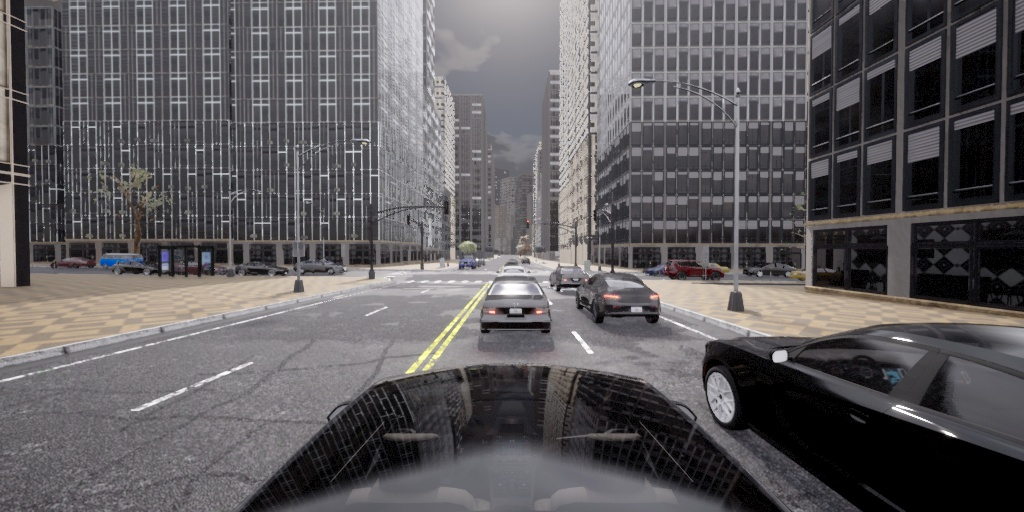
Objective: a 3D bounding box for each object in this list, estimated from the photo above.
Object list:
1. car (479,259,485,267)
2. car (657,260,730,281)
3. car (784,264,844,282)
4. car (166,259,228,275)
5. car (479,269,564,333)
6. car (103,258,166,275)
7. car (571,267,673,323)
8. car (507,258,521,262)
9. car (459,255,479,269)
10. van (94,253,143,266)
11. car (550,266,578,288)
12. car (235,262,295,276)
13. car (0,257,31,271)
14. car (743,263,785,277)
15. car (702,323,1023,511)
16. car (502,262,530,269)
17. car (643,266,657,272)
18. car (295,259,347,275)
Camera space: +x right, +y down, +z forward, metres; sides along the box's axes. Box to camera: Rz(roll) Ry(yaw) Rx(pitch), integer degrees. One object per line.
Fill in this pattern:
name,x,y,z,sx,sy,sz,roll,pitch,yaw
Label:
car,-6.604,1.188,63.801,2.128,1.511,4.902,0,0,0
car,16.174,1.266,32.159,5.009,1.841,2.192,0,0,1
car,27.623,1.576,31.970,4.829,1.417,1.751,0,0,1
car,-28.435,1.135,32.791,4.207,1.307,1.802,0,0,1
car,0.096,1.293,10.652,2.033,1.411,5.357,0,0,0
car,-34.116,1.066,32.960,4.313,1.339,1.948,0,0,1
car,3.345,1.270,11.922,1.812,1.442,4.674,0,0,0
car,0.021,1.220,50.723,1.837,1.490,4.892,1,0,1
car,-6.632,0.931,53.883,2.150,2.045,5.566,0,0,0
van,-45.313,0.601,41.613,3.998,1.789,1.690,0,0,1
car,3.340,1.286,21.333,2.033,1.411,5.357,0,0,0
car,-22.751,1.171,32.661,4.313,1.339,1.948,0,0,1
car,-51.425,0.822,36.006,4.674,1.442,1.812,0,1,2
car,27.017,1.457,37.757,4.892,1.490,1.837,1,1,1
car,3.344,1.227,2.575,1.882,1.535,5.008,0,0,0
car,0.088,1.265,20.243,1.812,1.442,4.674,0,0,0
car,16.701,1.409,37.929,5.357,1.411,2.033,0,1,1
car,-18.821,1.088,35.290,4.902,1.511,2.128,1,1,1
